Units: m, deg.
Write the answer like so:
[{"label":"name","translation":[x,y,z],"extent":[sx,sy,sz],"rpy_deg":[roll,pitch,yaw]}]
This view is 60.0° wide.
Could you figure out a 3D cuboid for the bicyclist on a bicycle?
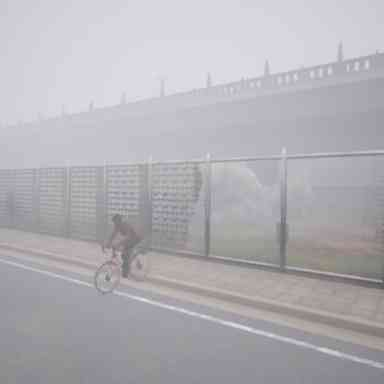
[{"label":"bicyclist on a bicycle","translation":[-1.511,1.305,7.364],"extent":[0.582,1.620,1.656],"rpy_deg":[1,4,35]}]
